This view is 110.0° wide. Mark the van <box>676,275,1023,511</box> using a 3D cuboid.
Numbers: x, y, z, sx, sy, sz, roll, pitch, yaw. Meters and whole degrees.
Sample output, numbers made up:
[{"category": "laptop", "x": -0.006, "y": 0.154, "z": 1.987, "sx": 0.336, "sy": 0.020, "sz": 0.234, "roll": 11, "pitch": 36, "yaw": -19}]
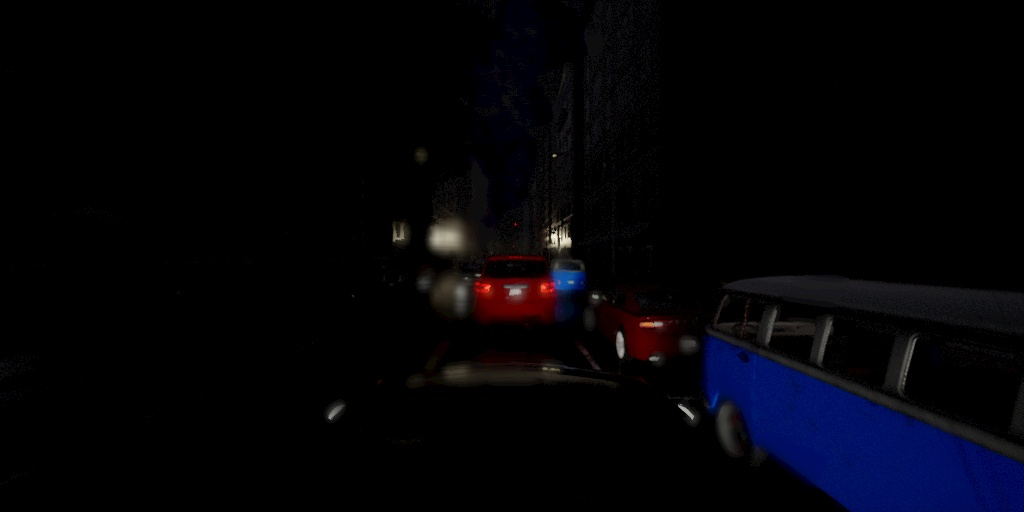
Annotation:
[{"category": "van", "x": 2.857, "y": 1.089, "z": 2.333, "sx": 1.690, "sy": 1.789, "sz": 3.998, "roll": 0, "pitch": 0, "yaw": 0}]

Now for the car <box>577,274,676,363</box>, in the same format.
[{"category": "car", "x": 2.867, "y": 1.280, "z": 7.993, "sx": 1.888, "sy": 1.381, "sz": 4.507, "roll": 0, "pitch": 0, "yaw": 0}]

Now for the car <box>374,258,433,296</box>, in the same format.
[{"category": "car", "x": -5.637, "y": 1.020, "z": 19.290, "sx": 2.192, "sy": 1.841, "sz": 5.009, "roll": 0, "pitch": 0, "yaw": 0}]

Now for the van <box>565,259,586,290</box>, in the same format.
[{"category": "van", "x": 2.888, "y": 1.046, "z": 19.315, "sx": 1.690, "sy": 1.789, "sz": 3.998, "roll": 0, "pitch": 0, "yaw": 0}]

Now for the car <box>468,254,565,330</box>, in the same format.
[{"category": "car", "x": 0.118, "y": 0.949, "z": 11.214, "sx": 2.150, "sy": 2.045, "sz": 5.566, "roll": 0, "pitch": 0, "yaw": 0}]

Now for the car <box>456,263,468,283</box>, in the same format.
[{"category": "car", "x": -2.977, "y": 1.229, "z": 27.190, "sx": 2.033, "sy": 1.411, "sz": 5.357, "roll": 0, "pitch": 0, "yaw": 1}]
